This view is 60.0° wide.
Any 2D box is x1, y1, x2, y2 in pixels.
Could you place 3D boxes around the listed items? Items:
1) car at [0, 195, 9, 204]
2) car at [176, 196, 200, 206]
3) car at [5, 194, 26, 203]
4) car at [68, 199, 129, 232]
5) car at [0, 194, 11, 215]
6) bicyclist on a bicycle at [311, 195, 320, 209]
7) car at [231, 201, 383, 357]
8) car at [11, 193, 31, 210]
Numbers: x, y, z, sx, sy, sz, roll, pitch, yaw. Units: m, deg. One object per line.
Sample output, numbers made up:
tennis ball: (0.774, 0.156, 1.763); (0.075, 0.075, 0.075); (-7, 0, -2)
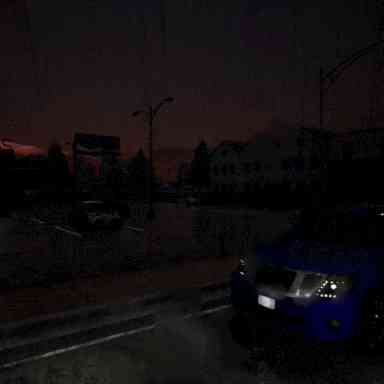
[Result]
car: (-39.139, 1.495, 66.149); (4.611, 1.667, 2.242); (0, 0, -36)
car: (-0.586, 1.349, 50.252); (1.812, 1.442, 4.674); (0, 0, -35)
car: (-38.912, 1.328, 73.278); (3.866, 1.878, 1.905); (0, 0, -36)
car: (-5.261, 1.248, 17.929); (1.970, 1.475, 3.806); (0, 0, -36)
car: (-17.864, 1.113, 29.885); (1.932, 1.855, 4.605); (0, 0, -36)
bicyclist on a bicycle: (13.719, 1.124, 36.870); (1.656, 1.620, 0.582); (0, 0, -35)
car: (3.297, 1.221, 6.402); (5.566, 2.045, 2.150); (0, 0, -36)
car: (-19.776, 1.092, 38.195); (1.905, 1.878, 3.866); (0, 0, -36)
